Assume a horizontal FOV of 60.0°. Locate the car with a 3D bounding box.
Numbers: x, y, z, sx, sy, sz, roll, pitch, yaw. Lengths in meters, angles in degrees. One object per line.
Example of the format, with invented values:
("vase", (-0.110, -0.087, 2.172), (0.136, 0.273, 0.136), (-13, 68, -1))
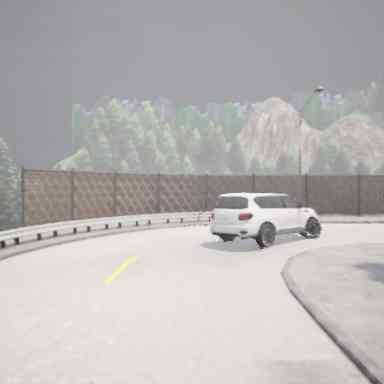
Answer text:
("car", (3.253, 1.057, 14.198), (5.566, 2.045, 2.150), (-1, -1, -41))
